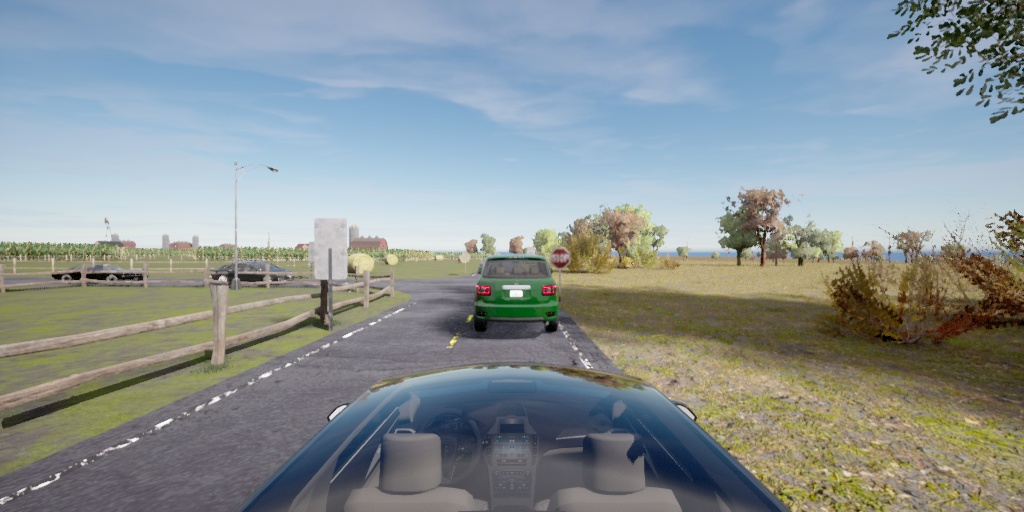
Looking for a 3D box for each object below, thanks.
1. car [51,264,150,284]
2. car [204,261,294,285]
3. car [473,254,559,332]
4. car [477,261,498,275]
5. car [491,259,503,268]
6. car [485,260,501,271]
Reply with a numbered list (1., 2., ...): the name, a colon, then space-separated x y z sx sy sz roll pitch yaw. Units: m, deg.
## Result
1. car: -27.452 1.186 24.067 4.718 1.301 1.895 0 1 0
2. car: -17.354 1.159 24.150 4.892 1.490 1.837 0 1 0
3. car: 0.113 0.969 10.980 2.150 2.045 5.566 0 0 0
4. car: -2.757 1.323 40.704 1.994 1.385 4.181 0 0 1
5. car: -2.650 1.263 64.249 1.882 1.535 5.008 0 0 1
6. car: -2.723 1.317 52.178 2.033 1.411 5.357 0 0 0
